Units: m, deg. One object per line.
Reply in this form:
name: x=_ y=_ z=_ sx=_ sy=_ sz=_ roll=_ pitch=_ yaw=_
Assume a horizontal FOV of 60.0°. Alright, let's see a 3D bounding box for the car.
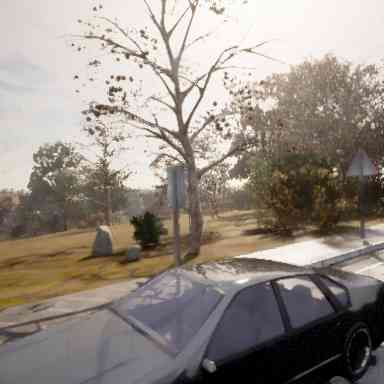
car: x=0.425 y=1.602 z=3.979 sx=5.357 sy=1.411 sz=2.033 roll=-1 pitch=0 yaw=-35
